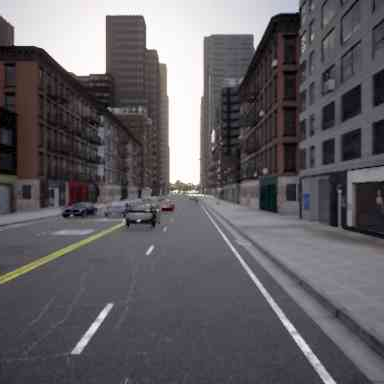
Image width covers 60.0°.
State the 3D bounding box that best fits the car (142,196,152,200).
[{"bbox_3d":[-9.732,1.492,71.882,1.812,1.442,4.674,0,0,0],"label":"car"}]

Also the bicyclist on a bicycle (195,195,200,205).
[{"bbox_3d":[0.907,1.487,56.581,0.866,1.612,1.509,0,-1,0],"label":"bicyclist on a bicycle"}]

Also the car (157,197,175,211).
[{"bbox_3d":[-3.141,1.596,40.148,1.994,1.385,4.181,0,0,0],"label":"car"}]

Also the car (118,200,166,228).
[{"bbox_3d":[-3.144,1.506,22.125,2.128,1.511,4.902,0,0,0],"label":"car"}]

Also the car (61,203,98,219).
[{"bbox_3d":[-9.835,1.622,29.394,1.895,1.301,4.718,0,0,0],"label":"car"}]

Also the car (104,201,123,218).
[{"bbox_3d":[-6.582,1.548,30.284,1.812,1.442,4.674,0,0,0],"label":"car"}]

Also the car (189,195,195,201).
[{"bbox_3d":[0.023,1.625,88.589,2.033,1.411,5.357,0,0,0],"label":"car"}]

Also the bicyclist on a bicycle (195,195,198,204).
[{"bbox_3d":[0.910,1.431,64.832,0.659,1.776,1.843,0,0,0],"label":"bicyclist on a bicycle"}]
